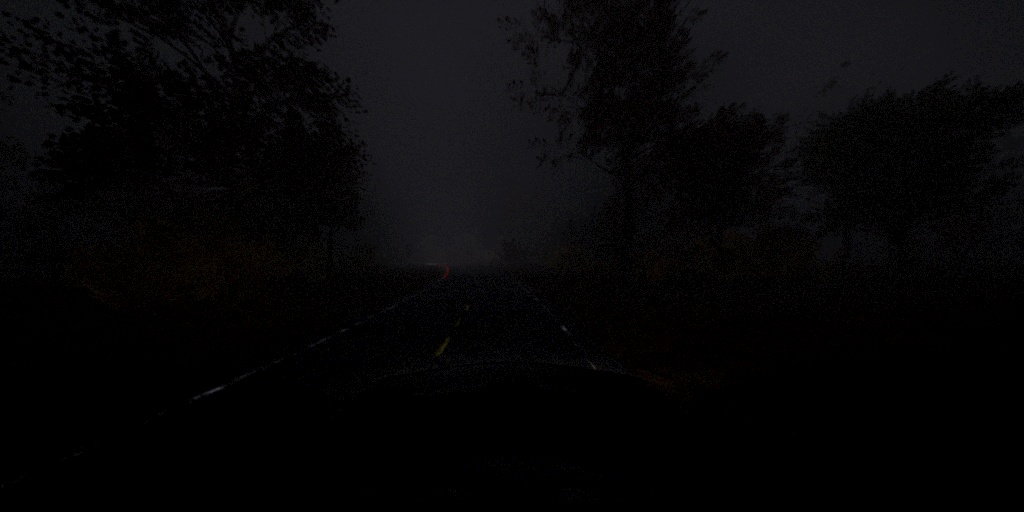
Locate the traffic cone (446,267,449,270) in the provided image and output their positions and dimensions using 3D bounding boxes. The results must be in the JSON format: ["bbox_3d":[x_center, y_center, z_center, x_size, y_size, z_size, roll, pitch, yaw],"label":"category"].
[{"bbox_3d":[-6.671,1.738,37.198,0.340,0.580,0.340,0,0,-8],"label":"traffic cone"}]

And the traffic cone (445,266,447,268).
[{"bbox_3d":[-7.436,1.741,42.084,0.340,0.580,0.340,0,0,-9],"label":"traffic cone"}]

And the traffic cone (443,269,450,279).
[{"bbox_3d":[-6.008,1.736,32.299,0.340,0.580,0.340,0,0,-7],"label":"traffic cone"}]
